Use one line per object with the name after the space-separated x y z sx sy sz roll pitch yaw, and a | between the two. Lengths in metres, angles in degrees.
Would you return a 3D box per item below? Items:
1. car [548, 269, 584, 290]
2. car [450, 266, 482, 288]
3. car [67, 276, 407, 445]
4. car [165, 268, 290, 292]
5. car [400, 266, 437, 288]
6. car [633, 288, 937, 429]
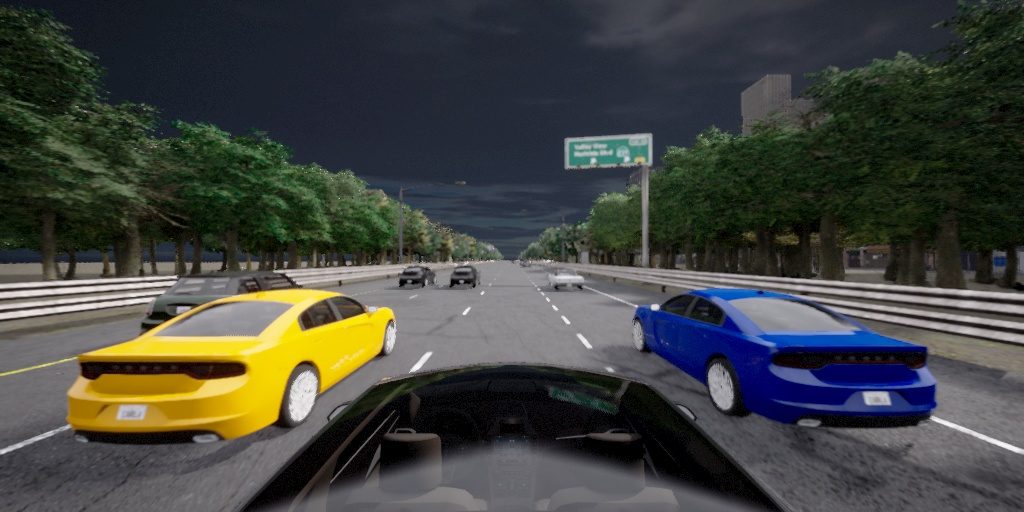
3.626 1.574 24.779 1.895 1.301 4.718 0 -1 0 | car
-3.373 1.493 26.443 1.837 1.490 4.892 0 -1 0 | car
-3.407 1.266 5.697 1.882 1.535 5.008 0 0 0 | car
-6.896 1.178 9.671 2.097 1.767 4.553 0 -1 0 | car
-6.872 1.493 26.494 1.837 1.490 4.892 0 -1 0 | car
3.596 1.271 6.004 1.882 1.535 5.008 0 -1 0 | car
